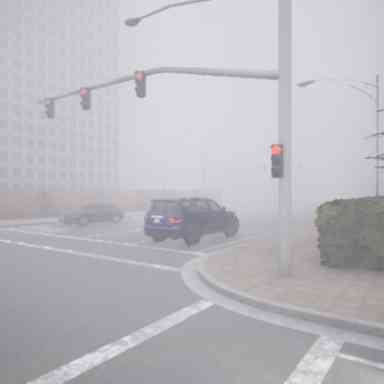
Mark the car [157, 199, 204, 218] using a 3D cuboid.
[{"bbox_3d":[-1.023,1.515,32.305,1.882,1.535,5.008,0,0,35],"label":"car"}]

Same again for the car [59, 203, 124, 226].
[{"bbox_3d":[-7.087,1.548,23.822,1.837,1.490,4.892,0,0,36],"label":"car"}]

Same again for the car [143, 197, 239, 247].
[{"bbox_3d":[0.141,1.269,15.775,2.150,2.045,5.566,0,0,36],"label":"car"}]
